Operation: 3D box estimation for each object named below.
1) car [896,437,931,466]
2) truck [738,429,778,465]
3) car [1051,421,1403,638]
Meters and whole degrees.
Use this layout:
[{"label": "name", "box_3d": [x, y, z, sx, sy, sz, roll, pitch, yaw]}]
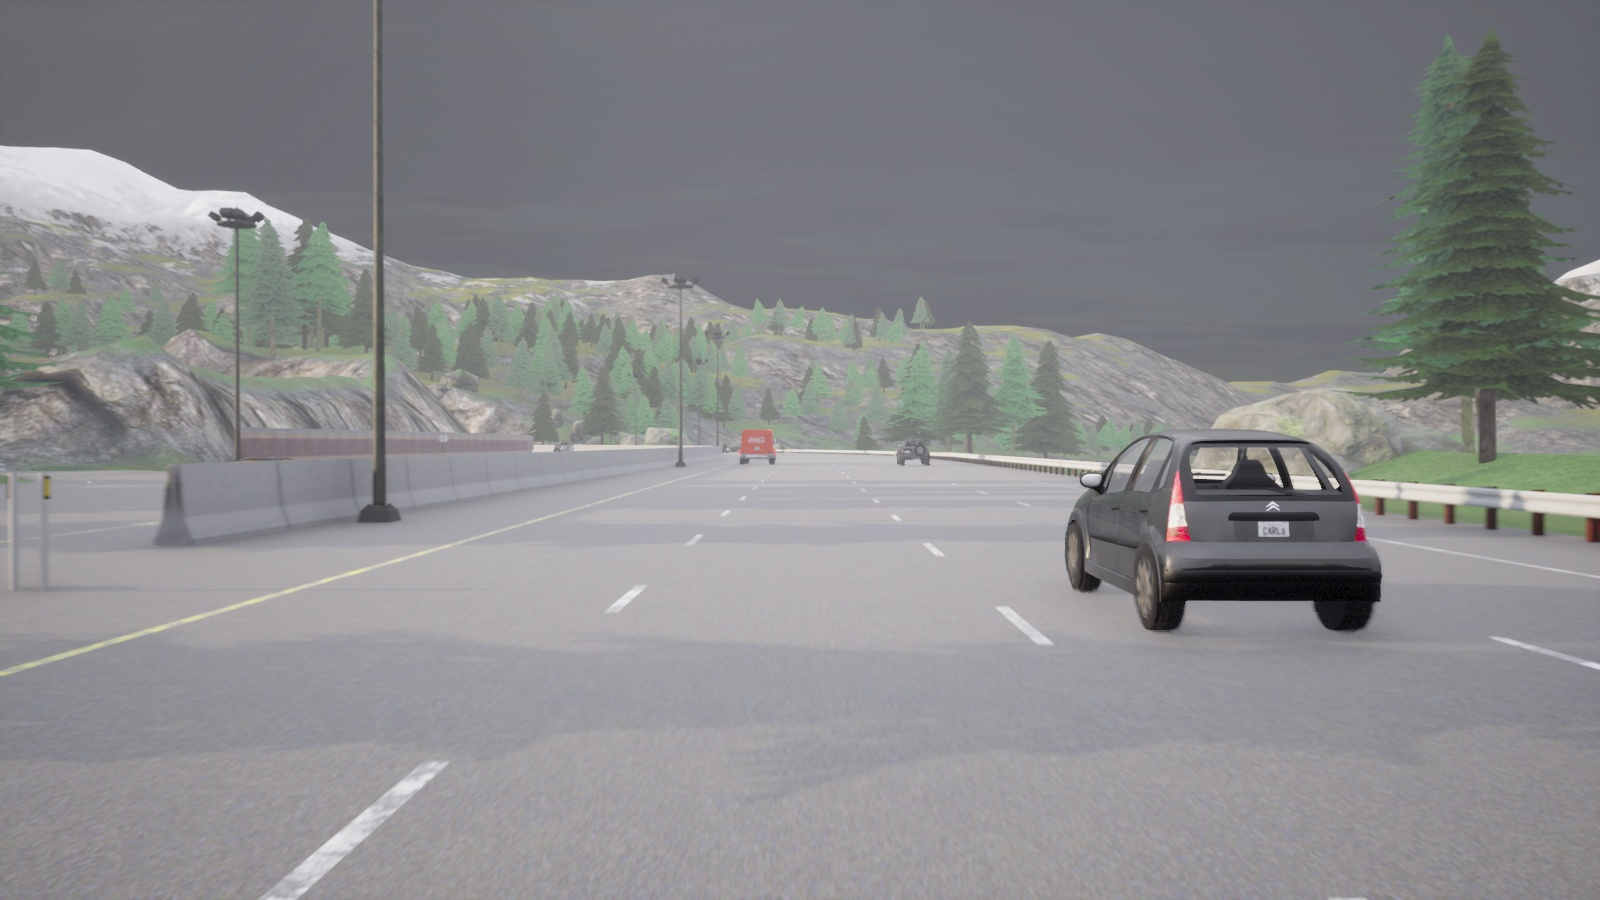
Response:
[{"label": "car", "box_3d": [7.495, 0.103, 83.412, 1.932, 1.855, 4.605, 0, 0, 0]}, {"label": "truck", "box_3d": [-2.971, -0.239, 89.282, 2.627, 2.467, 5.204, 0, 1, 0]}, {"label": "car", "box_3d": [3.581, 0.584, 11.361, 1.851, 1.617, 3.988, 0, 0, 0]}]
